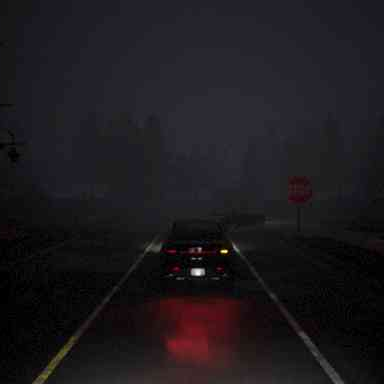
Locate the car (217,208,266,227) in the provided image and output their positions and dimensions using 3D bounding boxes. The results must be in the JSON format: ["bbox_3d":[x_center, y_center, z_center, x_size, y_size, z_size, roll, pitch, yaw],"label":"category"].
[{"bbox_3d":[2.670,1.640,20.855,1.895,1.301,4.718,0,0,44],"label":"car"}]

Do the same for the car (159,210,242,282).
[{"bbox_3d":[0.130,1.505,9.721,1.837,1.490,4.892,0,0,0],"label":"car"}]
